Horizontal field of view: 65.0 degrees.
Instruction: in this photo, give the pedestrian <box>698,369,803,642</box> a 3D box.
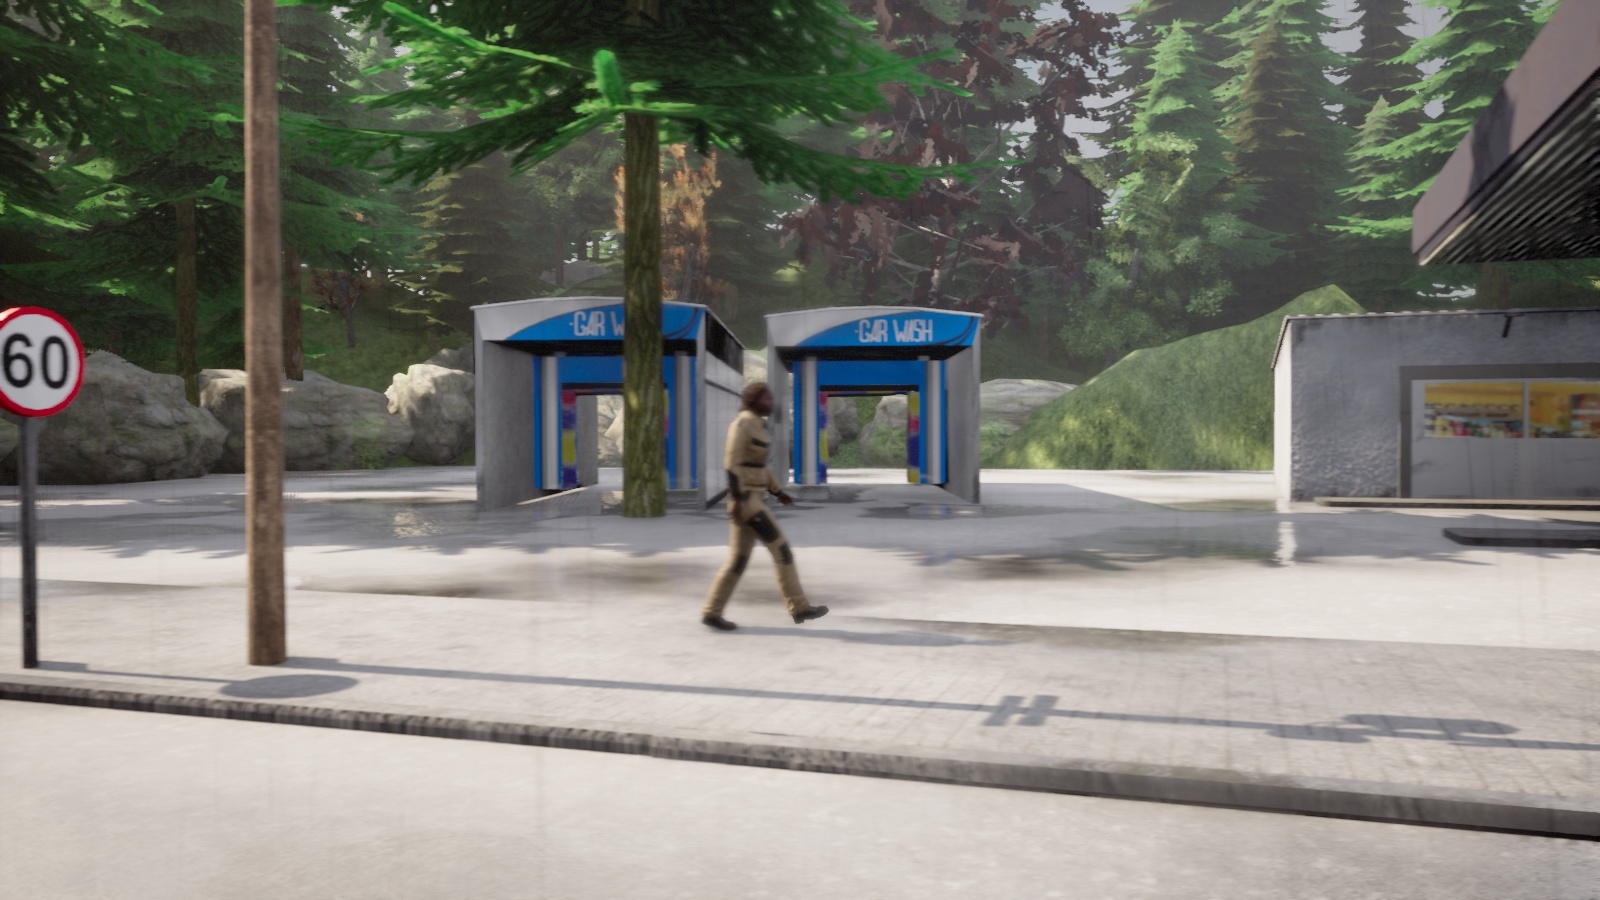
[{"bbox_3d":[-0.354,0.389,9.120,0.692,1.930,0.396,0,1,8],"label":"pedestrian"}]
